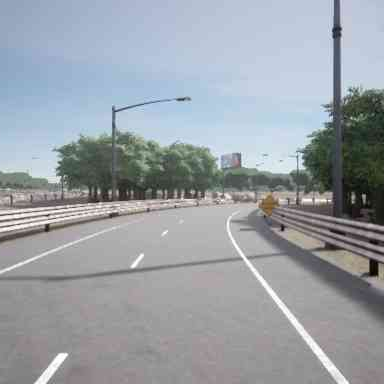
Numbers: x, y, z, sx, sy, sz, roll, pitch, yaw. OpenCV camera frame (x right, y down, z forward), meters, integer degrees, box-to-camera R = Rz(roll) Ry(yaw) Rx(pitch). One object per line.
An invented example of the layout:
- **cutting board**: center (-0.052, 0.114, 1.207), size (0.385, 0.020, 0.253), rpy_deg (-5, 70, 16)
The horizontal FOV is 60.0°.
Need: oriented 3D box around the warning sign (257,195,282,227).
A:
- **warning sign**: center (4.611, 1.101, 19.833), size (1.300, 1.860, 1.060), rpy_deg (0, -1, 5)
